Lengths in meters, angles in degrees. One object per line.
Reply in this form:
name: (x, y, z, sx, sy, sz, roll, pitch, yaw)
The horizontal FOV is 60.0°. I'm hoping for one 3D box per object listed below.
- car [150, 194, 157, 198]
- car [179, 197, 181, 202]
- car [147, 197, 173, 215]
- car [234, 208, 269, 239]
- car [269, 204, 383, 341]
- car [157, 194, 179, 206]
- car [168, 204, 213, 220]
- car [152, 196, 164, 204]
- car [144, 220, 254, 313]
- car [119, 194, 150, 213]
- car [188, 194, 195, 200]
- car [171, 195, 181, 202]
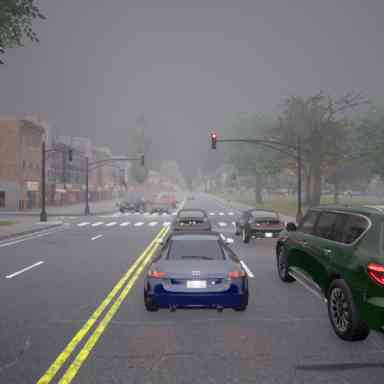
car: (-6.691, 1.275, 53.299, 2.150, 2.045, 5.566, 0, 0, 0)
car: (-3.439, 1.339, 60.409, 2.097, 1.767, 4.553, 0, 1, 0)
car: (-3.420, 1.641, 36.518, 1.837, 1.490, 4.892, 0, 0, 0)
car: (3.262, 1.581, 16.503, 1.837, 1.490, 4.892, 0, 0, 0)
car: (3.314, 1.235, 6.641, 2.150, 2.045, 5.566, 0, 0, 0)
car: (-3.440, 1.305, 48.630, 2.150, 2.045, 5.566, 0, 1, 0)
car: (0.008, 1.582, 16.675, 1.837, 1.490, 4.892, 0, 0, 1)
car: (-6.673, 1.474, 64.783, 1.812, 1.442, 4.674, 0, 0, 0)
car: (0.065, 1.583, 7.787, 1.994, 1.385, 4.181, 0, 0, 0)
car: (-6.949, 1.349, 39.674, 2.150, 2.045, 5.566, 0, 0, 5)
car: (-0.165, 1.316, 83.010, 2.128, 1.511, 4.902, 0, 0, 0)
car: (-3.390, 1.419, 70.810, 1.812, 1.442, 4.674, 0, 1, 0)
